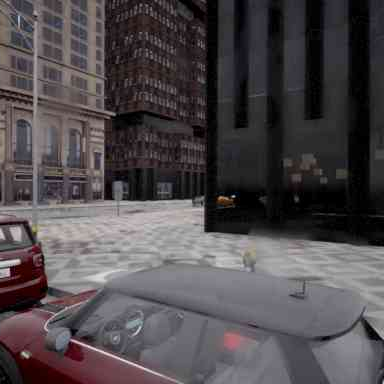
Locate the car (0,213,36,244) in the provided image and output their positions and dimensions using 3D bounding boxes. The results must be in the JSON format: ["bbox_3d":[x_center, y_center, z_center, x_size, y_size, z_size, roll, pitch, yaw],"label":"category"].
[{"bbox_3d":[-4.821,1.314,6.396,5.009,1.841,2.192,0,0,35],"label":"car"}]

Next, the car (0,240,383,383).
[{"bbox_3d":[-0.259,1.440,3.144,4.097,1.590,1.967,0,0,35],"label":"car"}]

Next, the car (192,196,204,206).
[{"bbox_3d":[1.930,1.374,52.075,2.128,1.511,4.902,0,0,36],"label":"car"}]
